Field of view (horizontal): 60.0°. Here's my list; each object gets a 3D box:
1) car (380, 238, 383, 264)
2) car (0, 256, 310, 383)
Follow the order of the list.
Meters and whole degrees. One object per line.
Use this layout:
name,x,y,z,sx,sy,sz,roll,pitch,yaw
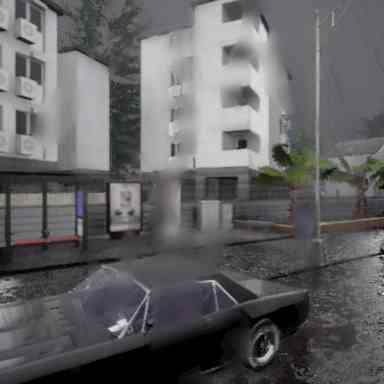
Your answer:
car,7.468,1.441,9.903,4.902,1.511,2.128,0,0,-35
car,-0.731,1.591,4.086,4.718,1.301,1.895,0,0,-35
